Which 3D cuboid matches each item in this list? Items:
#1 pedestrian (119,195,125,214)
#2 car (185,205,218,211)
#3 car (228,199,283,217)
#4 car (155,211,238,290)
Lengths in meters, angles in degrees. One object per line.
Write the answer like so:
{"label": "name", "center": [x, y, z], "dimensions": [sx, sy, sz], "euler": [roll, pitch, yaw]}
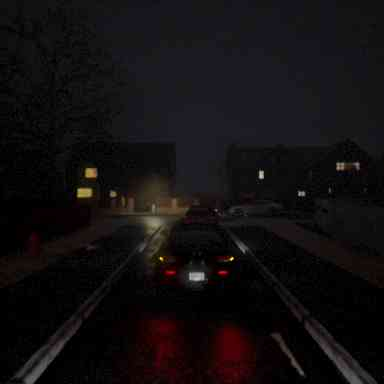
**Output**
{"label": "pedestrian", "center": [-6.716, 1.166, 31.824], "dimensions": [0.375, 1.860, 0.375], "euler": [0, -1, 1]}
{"label": "car", "center": [0.526, 1.450, 19.001], "dimensions": [1.994, 1.385, 4.181], "euler": [0, 0, 5]}
{"label": "car", "center": [5.496, 1.382, 28.751], "dimensions": [4.674, 1.442, 1.812], "euler": [-1, -1, 1]}
{"label": "car", "center": [0.103, 1.472, 8.816], "dimensions": [1.812, 1.442, 4.674], "euler": [0, 0, 0]}
